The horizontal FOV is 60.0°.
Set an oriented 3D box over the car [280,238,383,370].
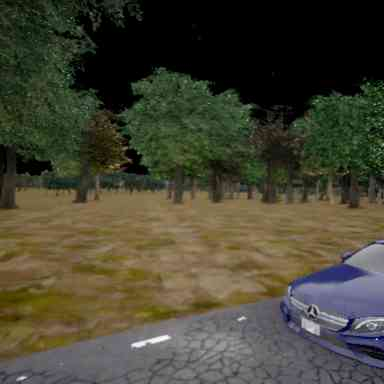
[{"bbox_3d":[3.597,1.480,5.321,4.674,1.442,1.812,0,1,-27],"label":"car"}]
